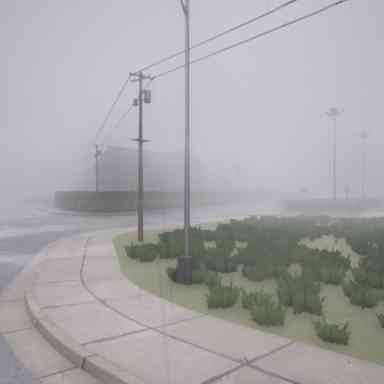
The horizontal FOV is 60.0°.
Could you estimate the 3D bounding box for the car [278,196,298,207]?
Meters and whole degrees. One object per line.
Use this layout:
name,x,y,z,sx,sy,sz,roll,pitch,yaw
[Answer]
car,14.451,1.345,49.413,2.097,1.767,4.553,0,0,36
